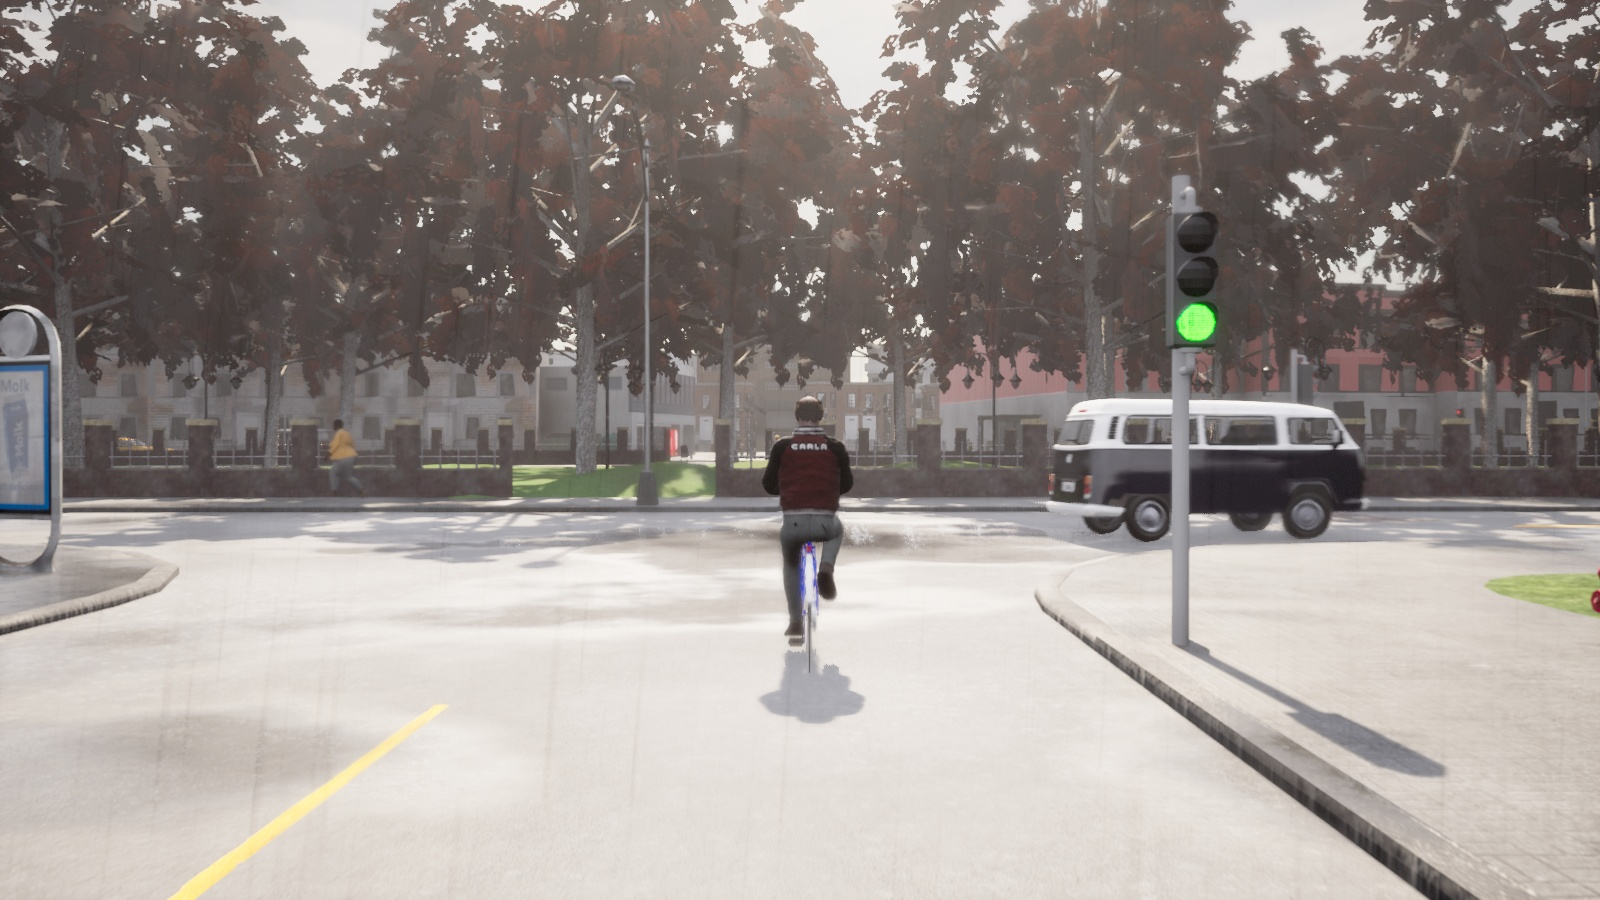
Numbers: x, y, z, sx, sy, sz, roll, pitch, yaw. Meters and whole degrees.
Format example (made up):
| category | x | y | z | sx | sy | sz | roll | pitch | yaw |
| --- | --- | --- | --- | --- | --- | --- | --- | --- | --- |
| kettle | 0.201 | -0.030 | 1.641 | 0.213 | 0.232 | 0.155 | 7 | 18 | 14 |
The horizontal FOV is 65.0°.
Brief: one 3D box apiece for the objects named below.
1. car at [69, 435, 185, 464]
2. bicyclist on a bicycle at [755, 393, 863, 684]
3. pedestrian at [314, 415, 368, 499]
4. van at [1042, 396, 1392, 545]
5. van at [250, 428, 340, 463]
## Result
| category | x | y | z | sx | sy | sz | roll | pitch | yaw |
| --- | --- | --- | --- | --- | --- | --- | --- | --- | --- |
| car | -36.515 | -0.040 | 68.209 | 5.366 | 1.575 | 1.801 | 0 | 1 | 0 |
| bicyclist on a bicycle | 0.062 | 0.528 | 8.595 | 0.659 | 1.776 | 1.843 | 0 | 1 | 0 |
| pedestrian | -10.288 | 0.160 | 28.175 | 0.900 | 1.855 | 0.874 | 0 | 1 | 1 |
| van | 6.102 | 0.283 | 18.620 | 4.480 | 2.038 | 2.069 | 0 | 0 | -10 |
| van | -28.976 | -0.261 | 72.183 | 4.442 | 1.987 | 1.775 | 0 | 1 | 0 |
